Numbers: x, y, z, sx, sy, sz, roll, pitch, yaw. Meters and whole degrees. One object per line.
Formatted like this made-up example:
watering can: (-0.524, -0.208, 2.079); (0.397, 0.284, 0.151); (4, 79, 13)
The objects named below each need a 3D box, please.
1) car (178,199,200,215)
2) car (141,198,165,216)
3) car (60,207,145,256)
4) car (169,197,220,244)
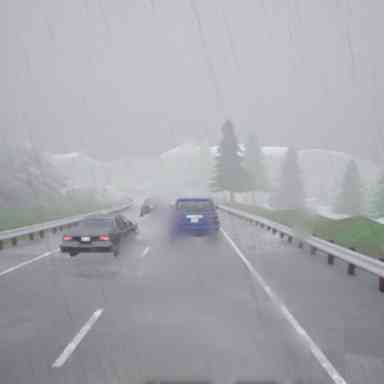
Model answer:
car: (-0.384, 1.551, 35.838); (2.033, 1.411, 5.357); (0, 0, -3)
car: (-3.715, 1.356, 31.976); (2.097, 1.767, 4.553); (0, 0, -2)
car: (-3.395, 1.549, 13.135); (2.033, 1.411, 5.357); (0, 0, 0)
car: (0.104, 1.223, 15.942); (2.150, 2.045, 5.566); (0, 0, 0)
